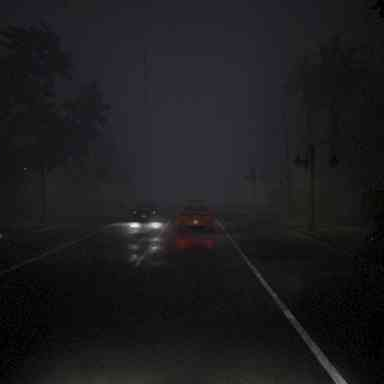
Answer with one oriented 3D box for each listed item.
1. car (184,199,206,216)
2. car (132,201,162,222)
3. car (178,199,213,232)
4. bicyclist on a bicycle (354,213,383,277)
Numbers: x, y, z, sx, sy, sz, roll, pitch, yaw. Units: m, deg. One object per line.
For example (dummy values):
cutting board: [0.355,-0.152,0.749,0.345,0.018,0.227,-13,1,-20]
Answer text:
car: [0.279,1.436,32.984,2.033,1.411,5.357,0,0,0]
car: [-3.369,1.439,25.719,1.812,1.442,4.674,0,0,1]
car: [0.202,1.411,19.623,1.882,1.535,5.008,0,0,0]
bicyclist on a bicycle: [4.939,1.368,8.472,1.656,1.620,0.582,-1,0,0]
